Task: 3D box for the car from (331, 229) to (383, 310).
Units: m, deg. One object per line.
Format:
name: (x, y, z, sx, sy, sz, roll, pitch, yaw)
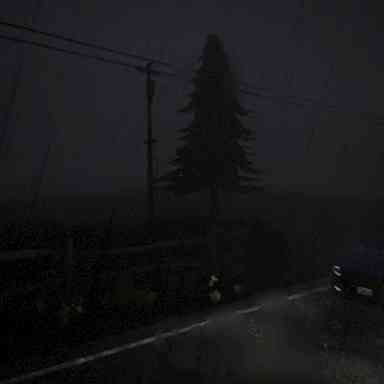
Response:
car: (5.011, 1.429, 7.206, 5.008, 1.535, 1.882, 0, 0, -36)
